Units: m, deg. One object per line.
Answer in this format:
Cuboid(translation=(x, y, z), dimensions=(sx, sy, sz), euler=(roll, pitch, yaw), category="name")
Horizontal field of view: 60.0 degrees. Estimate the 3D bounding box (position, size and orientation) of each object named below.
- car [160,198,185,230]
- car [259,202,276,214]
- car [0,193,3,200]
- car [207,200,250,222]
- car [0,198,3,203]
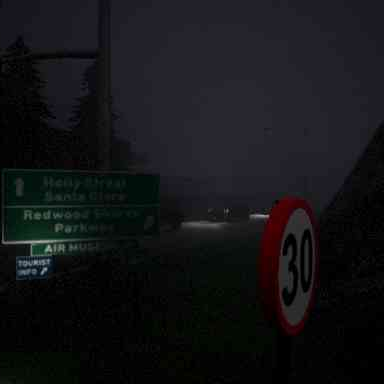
Cuboid(translation=(-2.678, 1.414, 20.798), dimensions=(2.150, 2.045, 5.566), euler=(0, 0, 36), category="car")
Cuboid(translation=(9.086, 1.756, 36.945), dimensions=(1.994, 1.385, 4.181), euler=(0, 0, 36), category="car")
Cuboid(translation=(-38.552, 1.490, 70.011), dimensions=(4.514, 1.523, 2.007), euler=(0, 0, 35), category="car")
Cuboid(translation=(3.212, 1.544, 28.891), dimensions=(2.097, 1.767, 4.553), euler=(0, 0, 36), category="car")
Cuboid(translation=(-12.364, 1.505, 26.061), dimensions=(1.905, 1.878, 3.866), euler=(0, 0, 35), category="car")
